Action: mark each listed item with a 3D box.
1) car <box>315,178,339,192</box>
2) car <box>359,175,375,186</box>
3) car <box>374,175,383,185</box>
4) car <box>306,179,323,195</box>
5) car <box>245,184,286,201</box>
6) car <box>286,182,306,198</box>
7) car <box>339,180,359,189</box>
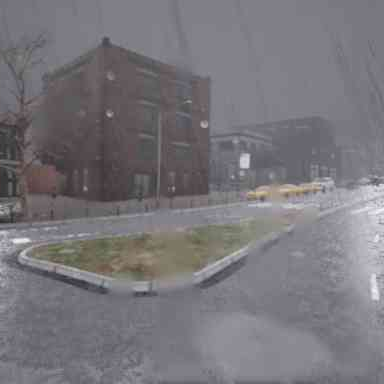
[{"bbox_3d":[18.821,-1.050,48.411,2.435,2.045,5.566,1,4,41],"label":"car"},{"bbox_3d":[33.441,-1.942,65.007,2.231,1.521,4.892,1,4,41],"label":"car"},{"bbox_3d":[37.061,-2.478,69.109,2.435,2.045,5.566,1,4,41],"label":"car"},{"bbox_3d":[14.989,-0.502,44.073,1.946,1.575,5.366,1,4,41],"label":"car"},{"bbox_3d":[7.686,0.071,35.803,1.946,1.575,5.366,1,4,42],"label":"car"},{"bbox_3d":[11.341,-0.217,39.934,1.946,1.575,5.366,1,4,41],"label":"car"},{"bbox_3d":[26.117,-1.341,56.704,2.163,1.488,4.792,1,4,41],"label":"car"}]
